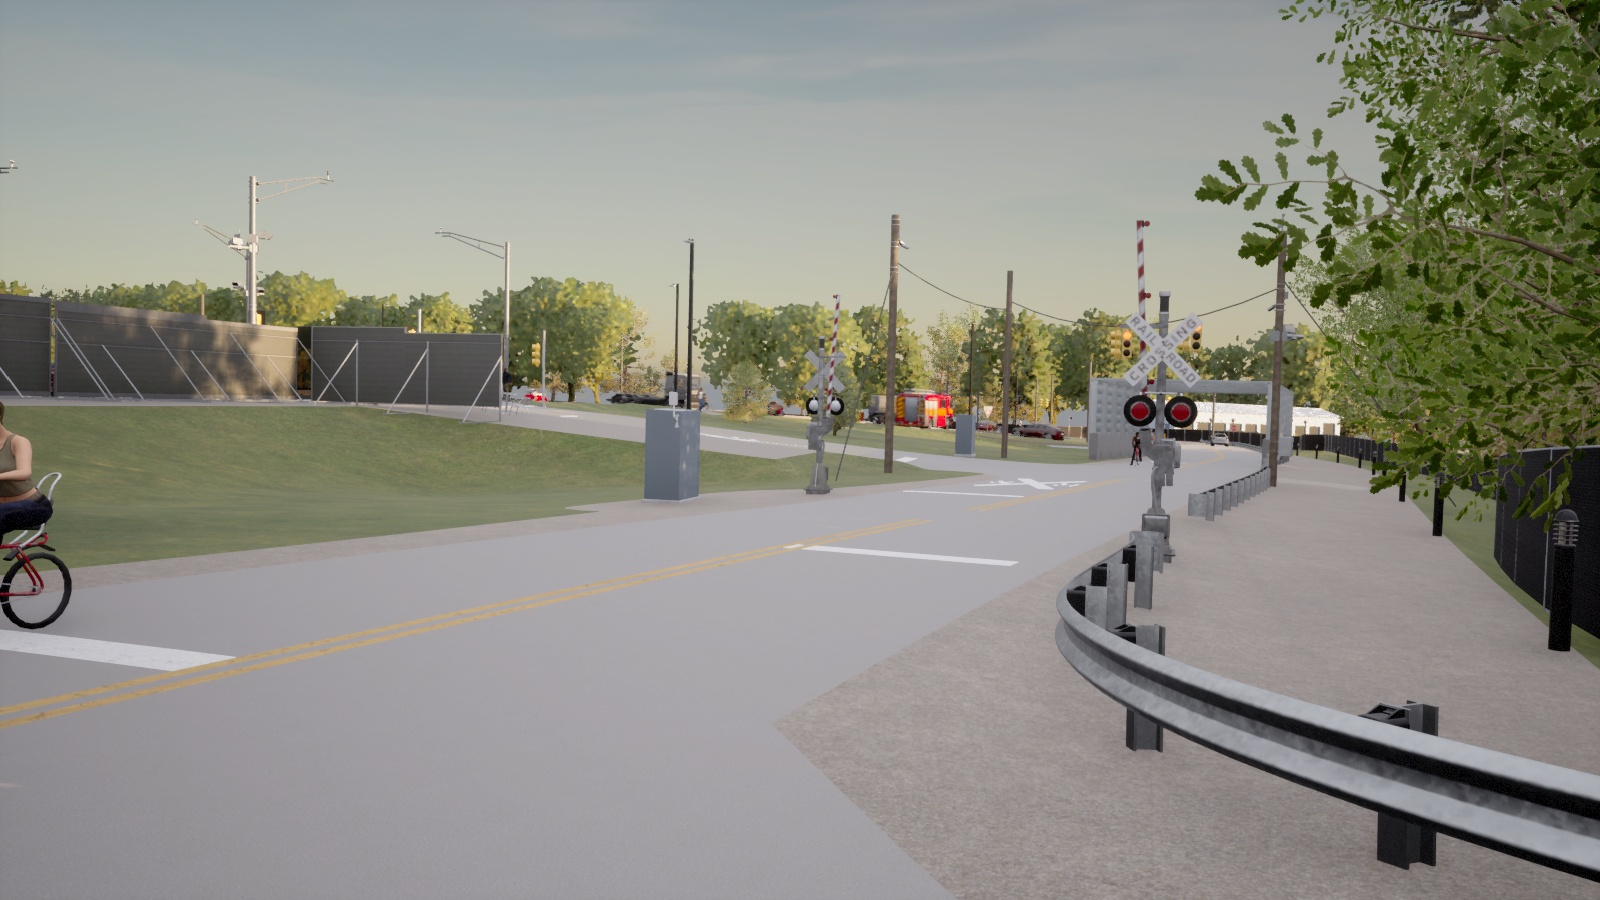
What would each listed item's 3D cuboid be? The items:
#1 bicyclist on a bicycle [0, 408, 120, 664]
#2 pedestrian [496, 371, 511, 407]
[{"bbox_3d":[-5.396,0.536,8.177,0.866,1.612,1.509,1,1,19],"label":"bicyclist on a bicycle"},{"bbox_3d":[-15.269,-3.139,64.646,0.402,1.842,0.726,1,3,16],"label":"pedestrian"}]
